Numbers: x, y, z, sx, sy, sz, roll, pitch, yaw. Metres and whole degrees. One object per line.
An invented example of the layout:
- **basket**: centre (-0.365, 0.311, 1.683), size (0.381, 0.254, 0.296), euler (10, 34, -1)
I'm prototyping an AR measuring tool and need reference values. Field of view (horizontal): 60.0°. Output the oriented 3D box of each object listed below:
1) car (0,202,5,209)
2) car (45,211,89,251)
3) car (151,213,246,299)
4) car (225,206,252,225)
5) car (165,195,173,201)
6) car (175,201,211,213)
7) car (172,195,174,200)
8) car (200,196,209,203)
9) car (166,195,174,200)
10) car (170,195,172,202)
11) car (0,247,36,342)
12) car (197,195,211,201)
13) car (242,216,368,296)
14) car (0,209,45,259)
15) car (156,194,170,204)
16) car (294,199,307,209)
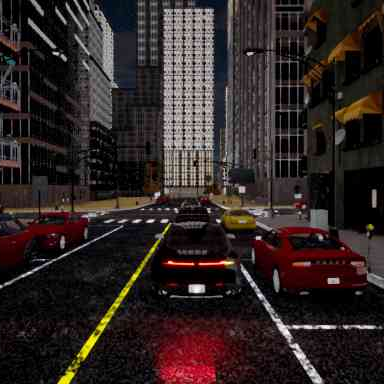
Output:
- **car**: centre (-23.922, 1.744, 38.300), size (4.097, 1.590, 1.967), euler (-1, 1, -1)
- **car**: centre (-5.726, 1.542, 14.026), size (1.887, 1.381, 4.507), euler (-1, 0, 0)
- **car**: centre (0.082, 1.503, 8.434), size (1.837, 1.490, 4.892), euler (0, 0, 0)
- **car**: centre (2.644, 1.522, 19.721), size (1.752, 1.417, 4.829), euler (-1, 0, 0)
- **car**: centre (-5.865, 1.521, 85.130), size (1.752, 1.417, 4.829), euler (-1, 0, 0)
- **car**: centre (0.060, 1.475, 18.706), size (1.882, 1.535, 5.008), euler (0, 0, 0)
- **car**: centre (-5.845, 1.310, 74.181), size (2.192, 1.841, 5.009), euler (-1, 0, 0)
- **car**: centre (2.548, 1.520, 68.807), size (1.752, 1.417, 4.829), euler (-1, 0, 0)
- **car**: centre (-5.875, 1.541, 90.859), size (1.887, 1.381, 4.507), euler (-1, 0, 0)
- **car**: centre (-5.834, 1.310, 68.622), size (2.192, 1.841, 5.009), euler (-1, 0, 0)
- **car**: centre (-3.100, 1.491, 1.816), size (2.128, 1.511, 4.902), euler (0, 0, 0)
- **car**: centre (2.558, 1.435, 63.077), size (1.967, 1.590, 4.097), euler (-1, 0, 0)
- **car**: centre (2.666, 1.543, 8.504), size (1.887, 1.381, 4.507), euler (-1, 0, 0)
- **car**: centre (-5.716, 1.438, 8.502), size (1.967, 1.590, 4.097), euler (-1, 0, 0)
- **car**: centre (-5.821, 1.540, 63.062), size (1.887, 1.381, 4.507), euler (-1, 0, 0)
- **car**: centre (14.176, 1.254, 38.698), size (4.507, 1.381, 1.887), euler (-1, 1, -1)
